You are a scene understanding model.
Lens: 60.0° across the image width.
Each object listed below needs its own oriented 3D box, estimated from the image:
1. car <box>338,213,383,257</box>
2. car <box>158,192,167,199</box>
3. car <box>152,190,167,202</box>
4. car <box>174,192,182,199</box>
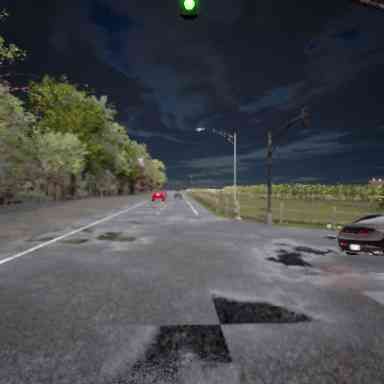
[{"bbox_3d":[7.165,1.488,11.394,4.892,1.490,1.837,1,-4,-28],"label":"car"},{"bbox_3d":[-6.691,0.737,76.014,1.837,1.490,4.892,0,1,-2],"label":"car"},{"bbox_3d":[-5.903,0.622,59.179,2.150,2.045,5.566,0,0,-2],"label":"car"},{"bbox_3d":[-3.141,0.769,74.891,1.837,1.490,4.892,0,1,-2],"label":"car"}]
